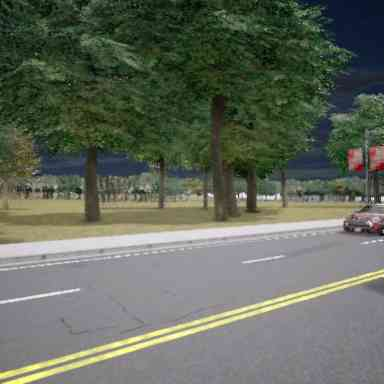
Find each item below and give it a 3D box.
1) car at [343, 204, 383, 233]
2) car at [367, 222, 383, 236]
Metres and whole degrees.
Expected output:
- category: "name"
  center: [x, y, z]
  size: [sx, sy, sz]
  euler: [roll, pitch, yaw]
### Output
- category: "car"
  center: [10.761, 1.469, 19.229]
  size: [4.553, 1.767, 2.097]
  euler: [0, 0, -36]
- category: "car"
  center: [6.712, 1.544, 8.230]
  size: [4.902, 1.511, 2.128]
  euler: [0, 0, -36]
